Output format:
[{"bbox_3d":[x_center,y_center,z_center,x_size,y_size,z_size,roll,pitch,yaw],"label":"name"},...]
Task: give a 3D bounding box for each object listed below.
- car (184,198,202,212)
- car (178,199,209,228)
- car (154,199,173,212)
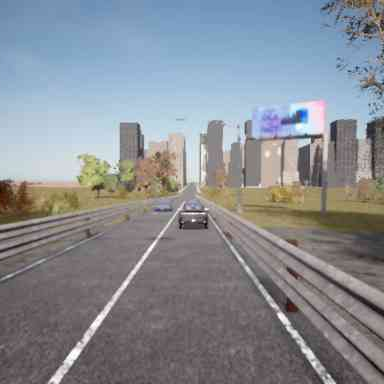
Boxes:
[{"bbox_3d":[0.077,1.533,40.327,2.033,1.411,5.357,0,0,0],"label":"car"},{"bbox_3d":[0.087,1.483,22.067,2.128,1.511,4.902,0,0,0],"label":"car"},{"bbox_3d":[-3.273,1.533,39.319,2.033,1.411,5.357,0,0,0],"label":"car"}]
